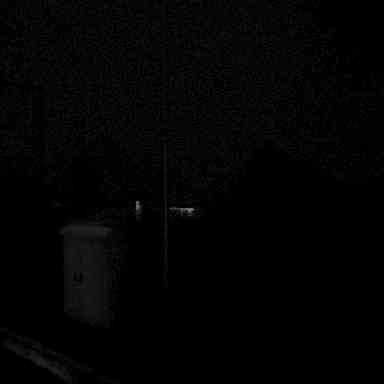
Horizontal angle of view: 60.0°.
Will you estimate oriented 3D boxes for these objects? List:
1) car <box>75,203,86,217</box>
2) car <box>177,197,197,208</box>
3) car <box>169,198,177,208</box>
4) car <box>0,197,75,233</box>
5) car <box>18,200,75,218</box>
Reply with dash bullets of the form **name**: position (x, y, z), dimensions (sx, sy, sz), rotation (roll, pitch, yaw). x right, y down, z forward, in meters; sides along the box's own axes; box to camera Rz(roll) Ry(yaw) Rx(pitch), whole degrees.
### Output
- **car**: position (-12.130, 1.662, 31.209), dimensions (1.812, 1.442, 4.674), rotation (0, 0, 33)
- **car**: position (0.172, 1.663, 50.279), dimensions (1.812, 1.442, 4.674), rotation (0, 0, 33)
- **car**: position (-2.637, 1.632, 52.381), dimensions (1.882, 1.535, 5.008), rotation (0, -1, 33)
- **car**: position (-10.474, 1.328, 20.654), dimensions (2.150, 2.045, 5.566), rotation (0, 0, 33)
- **car**: position (-14.660, 1.644, 33.747), dimensions (2.128, 1.511, 4.902), rotation (0, 0, 33)
